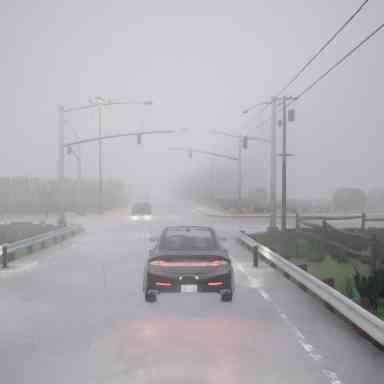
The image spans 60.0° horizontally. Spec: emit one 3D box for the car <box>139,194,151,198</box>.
[{"bbox_3d":[-6.794,1.370,46.721,1.812,1.442,4.674,0,1,-7],"label":"car"}]

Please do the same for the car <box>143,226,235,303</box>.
[{"bbox_3d":[-0.095,1.614,8.487,2.128,1.511,4.902,0,-2,-1],"label":"car"}]

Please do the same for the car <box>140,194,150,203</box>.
[{"bbox_3d":[-8.562,1.100,60.746,1.837,1.490,4.892,0,1,-7],"label":"car"}]

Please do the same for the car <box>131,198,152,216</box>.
[{"bbox_3d":[-5.234,1.627,34.370,1.994,1.385,4.181,0,1,-9],"label":"car"}]
